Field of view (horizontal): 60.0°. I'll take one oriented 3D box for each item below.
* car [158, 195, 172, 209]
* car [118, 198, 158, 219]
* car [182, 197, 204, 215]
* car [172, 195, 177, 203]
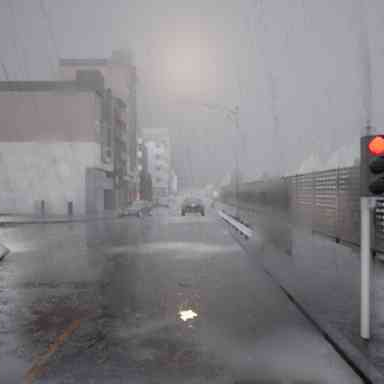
[{"bbox_3d":[-4.109,1.473,44.986,1.837,1.490,4.892,0,0,0],"label":"car"},{"bbox_3d":[-4.798,1.485,28.929,1.837,1.490,4.892,0,0,10],"label":"car"},{"bbox_3d":[0.092,1.328,33.585,2.097,1.767,4.553,0,0,0],"label":"car"},{"bbox_3d":[-4.062,1.459,65.977,1.837,1.490,4.892,0,-1,1],"label":"car"}]
